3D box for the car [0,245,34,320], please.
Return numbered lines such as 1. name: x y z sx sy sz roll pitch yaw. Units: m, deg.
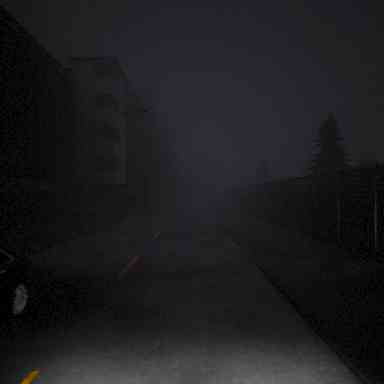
1. car: -4.052 1.549 4.688 1.837 1.490 4.892 0 -1 0
